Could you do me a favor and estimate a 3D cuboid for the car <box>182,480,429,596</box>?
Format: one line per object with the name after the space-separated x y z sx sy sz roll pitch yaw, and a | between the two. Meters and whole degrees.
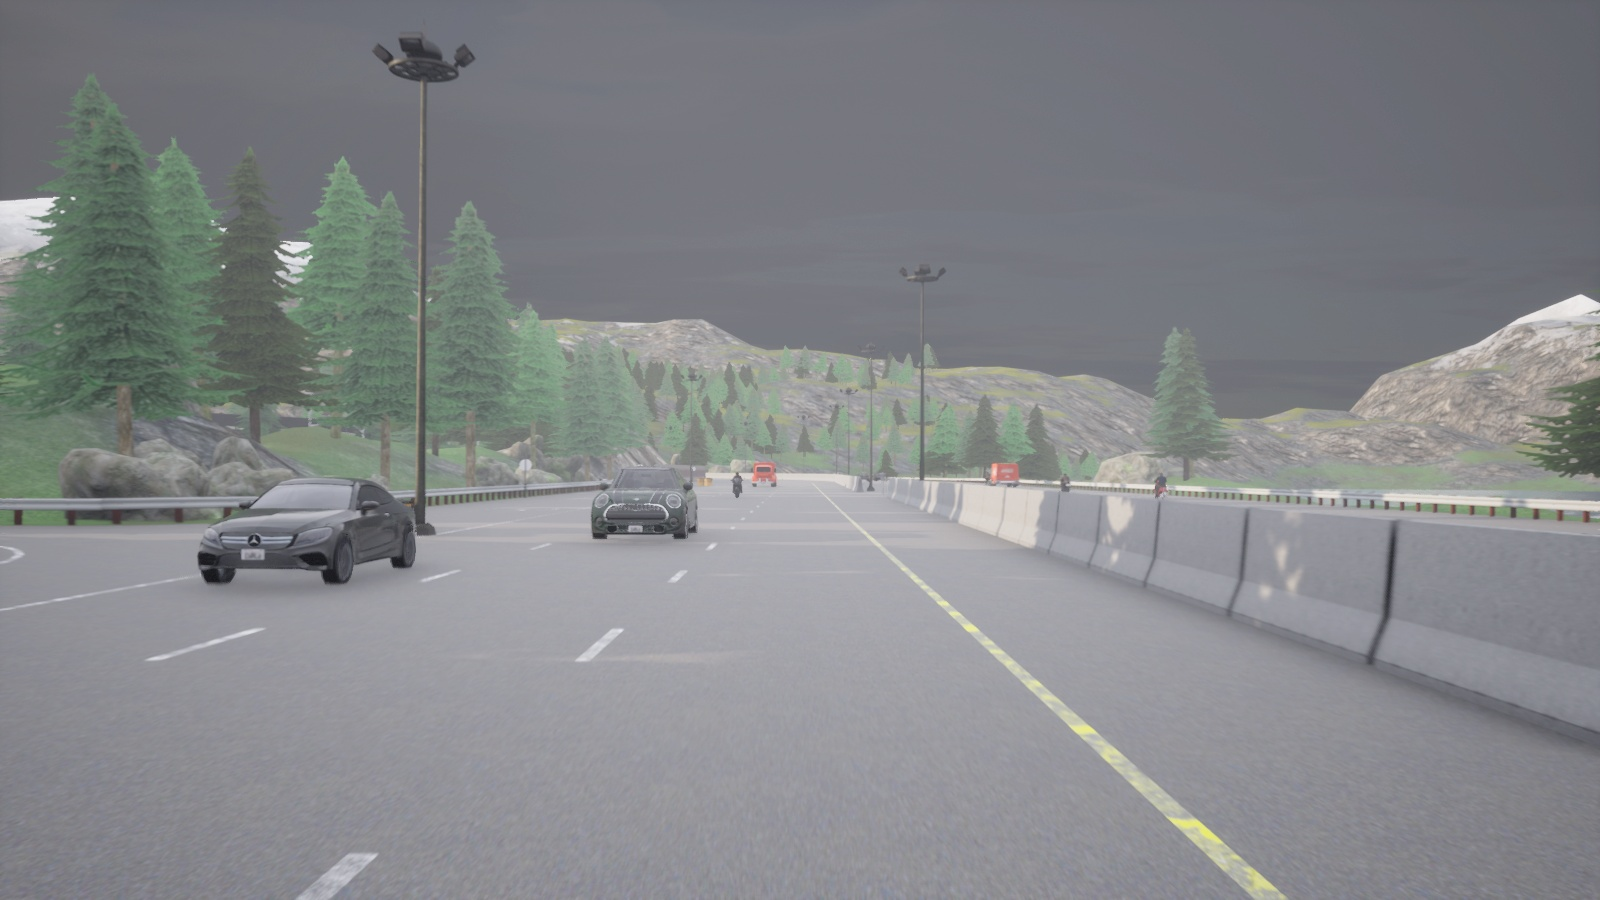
-7.045 1.185 18.476 1.812 1.442 4.674 0 -1 0 | car

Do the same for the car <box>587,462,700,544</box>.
-3.573 1.191 29.461 2.097 1.767 4.553 0 -1 0 | car
